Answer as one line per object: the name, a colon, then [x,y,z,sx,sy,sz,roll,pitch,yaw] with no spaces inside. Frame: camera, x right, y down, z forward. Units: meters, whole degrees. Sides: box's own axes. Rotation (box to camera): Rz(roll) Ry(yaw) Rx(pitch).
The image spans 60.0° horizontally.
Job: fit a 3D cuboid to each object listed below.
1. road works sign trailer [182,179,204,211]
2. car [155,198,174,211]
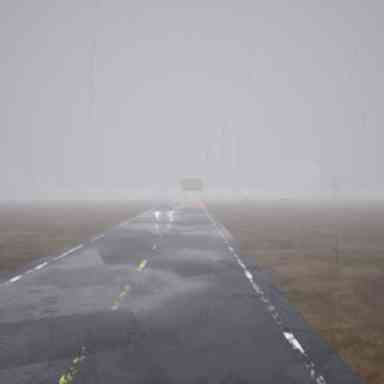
road works sign trailer: [0.014,0.304,37.851,2.380,3.560,2.880,0,0,0]
car: [-3.077,1.365,37.887,1.812,1.442,4.674,0,0,0]
